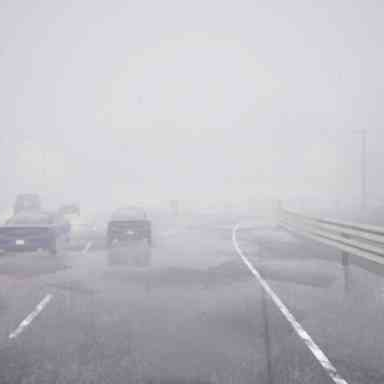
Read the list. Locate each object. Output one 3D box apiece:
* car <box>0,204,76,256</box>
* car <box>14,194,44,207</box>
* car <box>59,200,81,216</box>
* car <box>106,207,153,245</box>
[{"bbox_3d":[-6.014,1.451,13.121,1.882,1.535,5.008,0,0,-12],"label":"car"},{"bbox_3d":[-15.264,1.159,31.266,2.150,2.045,5.566,0,0,-22],"label":"car"},{"bbox_3d":[-11.486,1.461,31.213,1.812,1.442,4.674,0,0,-21],"label":"car"},{"bbox_3d":[-2.936,1.443,15.478,1.882,1.535,5.008,0,0,-12],"label":"car"}]
